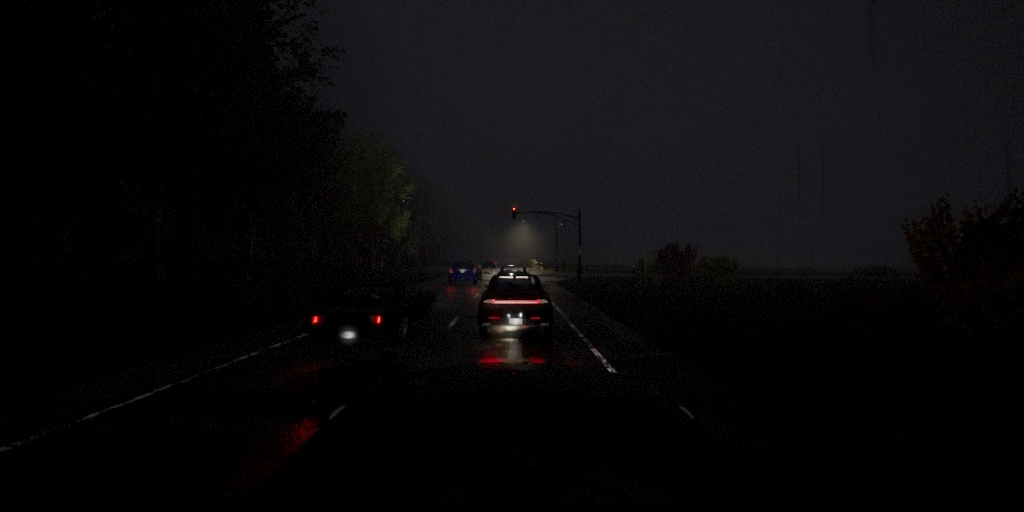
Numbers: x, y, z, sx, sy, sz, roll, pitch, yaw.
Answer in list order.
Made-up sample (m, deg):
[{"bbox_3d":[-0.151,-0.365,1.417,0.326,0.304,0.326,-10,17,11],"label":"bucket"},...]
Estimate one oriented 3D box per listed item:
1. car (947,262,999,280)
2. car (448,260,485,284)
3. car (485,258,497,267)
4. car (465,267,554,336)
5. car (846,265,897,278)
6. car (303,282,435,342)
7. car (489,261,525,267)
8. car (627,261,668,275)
[{"bbox_3d":[50.197,1.514,38.704,5.566,2.045,2.150,1,-1,1],"label":"car"},{"bbox_3d":[-3.455,1.105,27.130,2.097,1.767,4.553,0,0,0],"label":"car"},{"bbox_3d":[-3.525,1.101,57.709,2.097,1.767,4.553,0,0,0],"label":"car"},{"bbox_3d":[0.084,1.243,10.394,2.128,1.511,4.902,0,0,0],"label":"car"},{"bbox_3d":[42.323,1.758,42.315,4.902,1.511,2.128,1,-1,0],"label":"car"},{"bbox_3d":[-3.414,1.352,9.707,1.895,1.301,4.718,0,0,0],"label":"car"},{"bbox_3d":[0.066,1.244,19.792,2.128,1.511,4.902,0,0,0],"label":"car"},{"bbox_3d":[16.013,1.333,42.484,4.553,1.767,2.097,1,-1,2],"label":"car"}]
